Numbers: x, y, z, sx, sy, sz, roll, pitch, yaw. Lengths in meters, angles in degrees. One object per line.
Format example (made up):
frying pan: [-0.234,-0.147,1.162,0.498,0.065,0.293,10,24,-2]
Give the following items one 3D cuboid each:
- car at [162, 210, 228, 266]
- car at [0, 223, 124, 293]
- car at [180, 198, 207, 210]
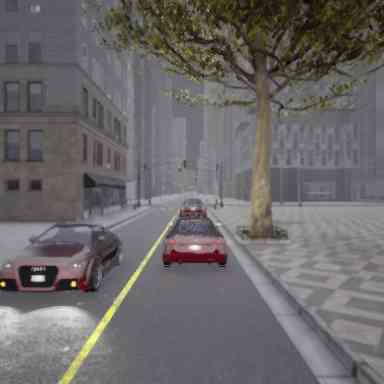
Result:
car: [0.092,1.535,11.384,1.994,1.385,4.181,0,0,0]
car: [-3.102,1.543,8.694,1.994,1.385,4.181,0,0,0]
car: [0.088,1.291,26.799,2.097,1.767,4.553,0,0,0]
